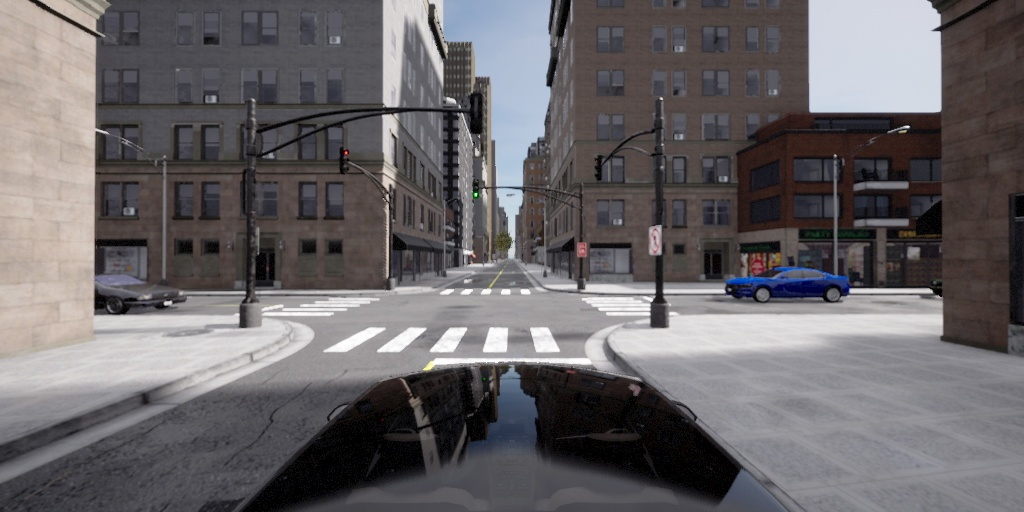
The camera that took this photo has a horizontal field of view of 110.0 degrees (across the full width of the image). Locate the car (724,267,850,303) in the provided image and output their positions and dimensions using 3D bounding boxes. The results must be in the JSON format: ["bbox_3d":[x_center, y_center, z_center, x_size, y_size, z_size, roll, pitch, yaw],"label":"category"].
[{"bbox_3d":[12.508,1.276,16.491,5.008,1.535,1.882,0,0,0],"label":"car"}]

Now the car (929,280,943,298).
[{"bbox_3d":[22.422,1.383,16.494,4.718,1.301,1.895,0,0,0],"label":"car"}]

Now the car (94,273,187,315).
[{"bbox_3d":[-15.392,1.358,13.279,5.357,1.411,2.033,0,0,0],"label":"car"}]
